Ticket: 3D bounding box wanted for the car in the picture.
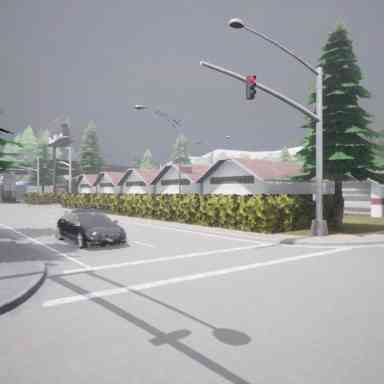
[{"bbox_3d":[-4.609,1.580,14.806,1.837,1.490,4.892,0,1,-37],"label":"car"}]
